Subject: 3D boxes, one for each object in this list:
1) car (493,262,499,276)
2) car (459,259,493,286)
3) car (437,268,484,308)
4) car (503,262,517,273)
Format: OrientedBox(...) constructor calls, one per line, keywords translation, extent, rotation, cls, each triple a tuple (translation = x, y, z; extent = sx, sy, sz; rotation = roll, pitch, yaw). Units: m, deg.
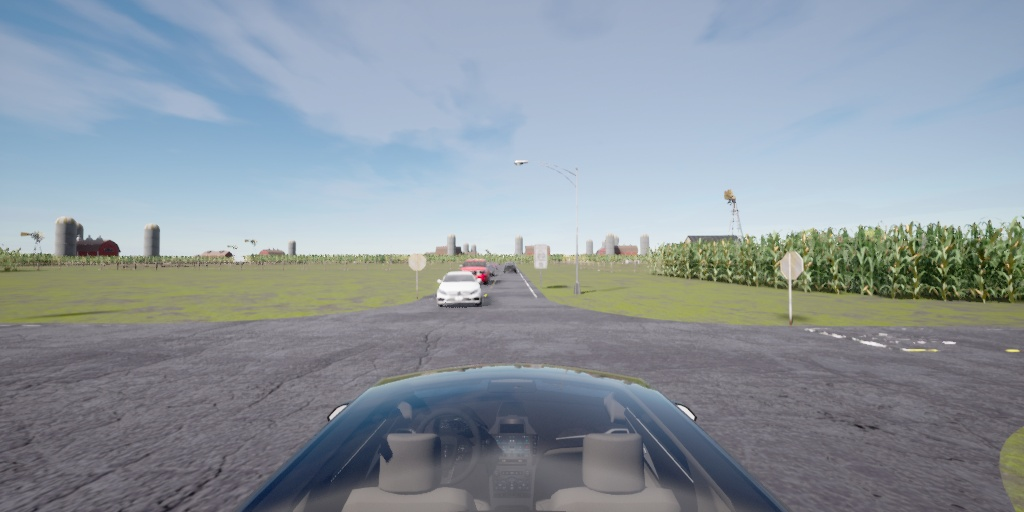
OrientedBox(translation=(-3.048, 1.733, 43.066), extent=(2.033, 1.411, 5.357), rotation=(0, -1, 0), cls="car")
OrientedBox(translation=(-2.992, 1.281, 29.360), extent=(2.150, 2.045, 5.566), rotation=(0, -1, 0), cls="car")
OrientedBox(translation=(-2.437, 1.457, 16.643), extent=(1.812, 1.442, 4.674), rotation=(0, -1, -8), cls="car")
OrientedBox(translation=(-0.268, 1.757, 52.765), extent=(1.837, 1.490, 4.892), rotation=(0, 0, 0), cls="car")
